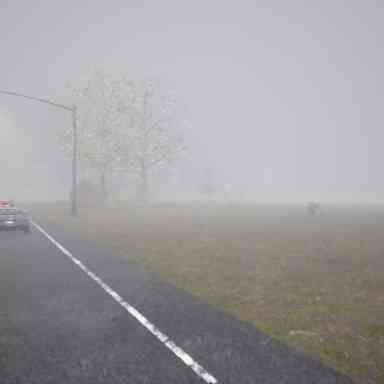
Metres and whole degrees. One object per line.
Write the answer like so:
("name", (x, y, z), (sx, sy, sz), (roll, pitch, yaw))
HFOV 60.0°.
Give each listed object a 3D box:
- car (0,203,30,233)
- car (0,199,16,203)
("car", (-10.423, 1.542, 18.947), (1.994, 1.385, 4.181), (0, 0, -30))
("car", (-19.109, 1.456, 33.857), (1.837, 1.490, 4.892), (0, 1, -30))
